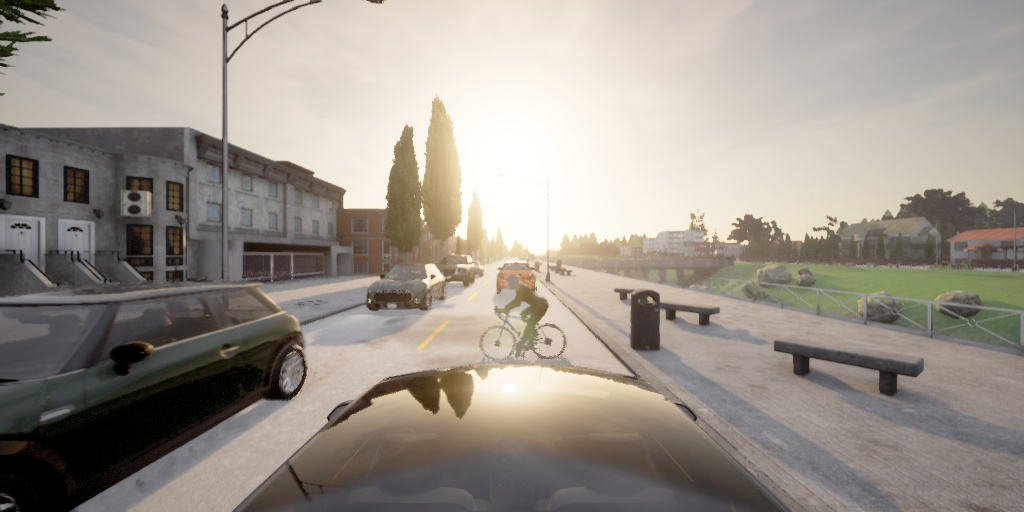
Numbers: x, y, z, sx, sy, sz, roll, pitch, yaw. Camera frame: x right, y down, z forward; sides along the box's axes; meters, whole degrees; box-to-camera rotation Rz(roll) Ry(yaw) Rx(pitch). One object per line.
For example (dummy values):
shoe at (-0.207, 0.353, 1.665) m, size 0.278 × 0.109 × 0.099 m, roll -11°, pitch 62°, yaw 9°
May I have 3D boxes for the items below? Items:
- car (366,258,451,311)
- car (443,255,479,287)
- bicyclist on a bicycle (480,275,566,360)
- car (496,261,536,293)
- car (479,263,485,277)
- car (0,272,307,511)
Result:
car at (-4.017, 1.084, 14.299) m, size 2.097 × 1.767 × 4.553 m, roll 0°, pitch 0°, yaw 1°
car at (-3.839, 0.942, 24.796) m, size 2.150 × 2.045 × 5.566 m, roll 0°, pitch 0°, yaw 0°
bicyclist on a bicycle at (0.195, 1.182, 6.795) m, size 1.656 × 1.620 × 0.582 m, roll -2°, pitch 0°, yaw 0°
car at (0.231, 1.076, 20.816) m, size 2.097 × 1.767 × 4.553 m, roll 0°, pitch 0°, yaw 0°
car at (-3.777, 1.269, 34.698) m, size 1.994 × 1.385 × 4.181 m, roll 0°, pitch 0°, yaw 1°
car at (-4.099, 1.099, 3.387) m, size 2.097 × 1.767 × 4.553 m, roll 0°, pitch 0°, yaw 0°
